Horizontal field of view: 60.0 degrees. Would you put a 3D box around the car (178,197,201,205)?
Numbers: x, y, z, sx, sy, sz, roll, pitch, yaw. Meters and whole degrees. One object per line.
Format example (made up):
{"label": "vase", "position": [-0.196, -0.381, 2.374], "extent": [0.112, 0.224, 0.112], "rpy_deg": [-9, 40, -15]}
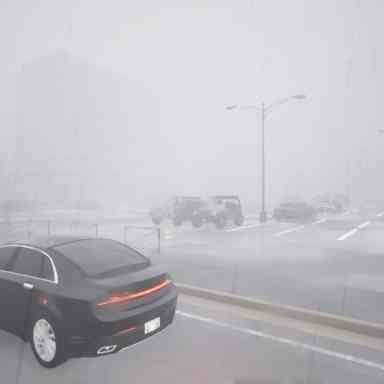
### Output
{"label": "car", "position": [-0.380, 1.601, 60.118], "extent": [1.895, 1.301, 4.718], "rpy_deg": [0, 0, 34]}

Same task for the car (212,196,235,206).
{"label": "car", "position": [5.375, 1.504, 55.930], "extent": [1.837, 1.490, 4.892], "rpy_deg": [0, 0, 34]}

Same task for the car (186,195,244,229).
{"label": "car", "position": [1.666, 1.156, 20.256], "extent": [1.905, 1.878, 3.866], "rpy_deg": [0, 0, 34]}

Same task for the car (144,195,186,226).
{"label": "car", "position": [-0.699, 1.153, 21.926], "extent": [1.932, 1.855, 4.605], "rpy_deg": [0, 0, 34]}

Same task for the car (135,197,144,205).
{"label": "car", "position": [-7.513, 1.507, 55.895], "extent": [1.837, 1.490, 4.892], "rpy_deg": [0, -1, 34]}

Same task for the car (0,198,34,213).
{"label": "car", "position": [-20.234, 1.504, 37.045], "extent": [1.837, 1.490, 4.892], "rpy_deg": [0, 0, 34]}

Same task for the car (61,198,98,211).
{"label": "car", "position": [-13.610, 1.526, 40.587], "extent": [1.812, 1.442, 4.674], "rpy_deg": [0, 0, 34]}

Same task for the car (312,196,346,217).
{"label": "car", "position": [13.710, 1.395, 33.194], "extent": [1.970, 1.475, 3.806], "rpy_deg": [0, 0, 34]}

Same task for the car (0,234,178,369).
{"label": "car", "position": [-2.492, 1.505, 5.776], "extent": [4.892, 1.490, 1.837], "rpy_deg": [0, 0, 36]}
